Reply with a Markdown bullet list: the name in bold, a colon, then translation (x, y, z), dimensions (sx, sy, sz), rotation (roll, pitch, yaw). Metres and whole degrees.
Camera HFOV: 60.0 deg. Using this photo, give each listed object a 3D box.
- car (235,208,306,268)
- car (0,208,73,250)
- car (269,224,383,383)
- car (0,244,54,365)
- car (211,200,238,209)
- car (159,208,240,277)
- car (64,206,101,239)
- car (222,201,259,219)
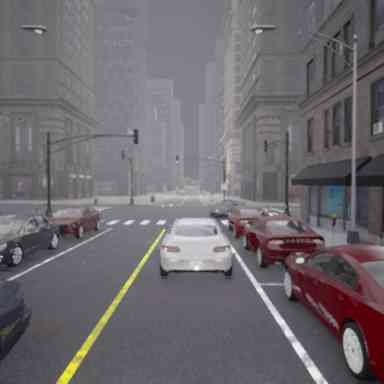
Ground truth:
- **car**: translation (2.753, 1.433, 10.770), dimensions (1.887, 1.381, 4.507), rotation (-1, 1, 0)
- **car**: translation (-5.772, 1.439, 10.771), dimensions (2.008, 1.369, 4.403), rotation (-1, 1, 0)
- **car**: translation (2.752, 1.489, 5.265), dimensions (1.887, 1.381, 4.507), rotation (-1, 1, 0)
- **car**: translation (-3.085, 1.524, 2.180), dimensions (2.033, 1.411, 5.357), rotation (0, 1, 0)
- **car**: translation (3.262, 1.315, 25.453), dimensions (1.994, 1.385, 4.181), rotation (1, 1, 44)
- **car**: translation (0.103, 1.425, 9.760), dimensions (1.812, 1.442, 4.674), rotation (0, 1, 0)
- **car**: translation (-5.772, 1.377, 16.276), dimensions (1.887, 1.381, 4.507), rotation (-1, 1, 0)
- **car**: translation (2.753, 1.377, 16.276), dimensions (1.887, 1.381, 4.507), rotation (-1, 1, 0)
